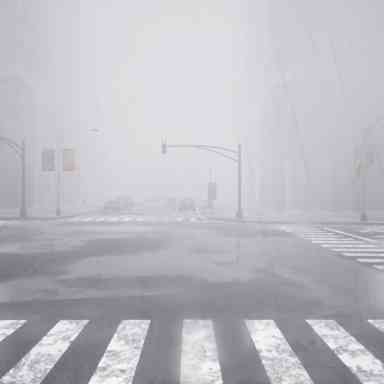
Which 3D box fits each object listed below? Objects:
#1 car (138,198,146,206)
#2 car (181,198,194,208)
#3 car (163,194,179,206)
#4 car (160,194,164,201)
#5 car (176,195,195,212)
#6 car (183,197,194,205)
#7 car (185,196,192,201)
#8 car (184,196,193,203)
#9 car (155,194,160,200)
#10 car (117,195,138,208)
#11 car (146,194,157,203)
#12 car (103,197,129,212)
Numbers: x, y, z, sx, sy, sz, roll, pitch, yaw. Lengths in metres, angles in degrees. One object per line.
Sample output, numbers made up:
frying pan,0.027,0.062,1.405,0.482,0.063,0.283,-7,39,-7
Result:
car,-9.176,1.570,55.056,1.752,1.417,4.829,0,0,0
car,-0.623,1.614,49.840,1.802,1.307,4.206,0,0,0
car,-3.312,1.550,55.160,1.837,1.490,4.892,0,0,0
car,-9.381,1.695,93.207,1.887,1.381,4.507,0,0,0
car,-0.566,1.448,38.991,1.967,1.590,4.097,0,0,0
car,-0.682,1.603,60.690,1.887,1.381,4.507,0,0,0
car,-0.857,1.695,93.240,1.887,1.381,4.507,0,0,0
car,-0.741,1.612,71.710,1.752,1.417,4.829,0,0,0
car,-9.295,1.417,76.930,2.192,1.841,5.009,0,0,0
car,-9.120,1.335,44.374,2.192,1.841,5.009,0,0,0
car,-9.265,1.668,71.504,1.802,1.307,4.206,0,0,0
car,-9.090,1.574,38.948,1.947,1.339,4.313,0,0,0
